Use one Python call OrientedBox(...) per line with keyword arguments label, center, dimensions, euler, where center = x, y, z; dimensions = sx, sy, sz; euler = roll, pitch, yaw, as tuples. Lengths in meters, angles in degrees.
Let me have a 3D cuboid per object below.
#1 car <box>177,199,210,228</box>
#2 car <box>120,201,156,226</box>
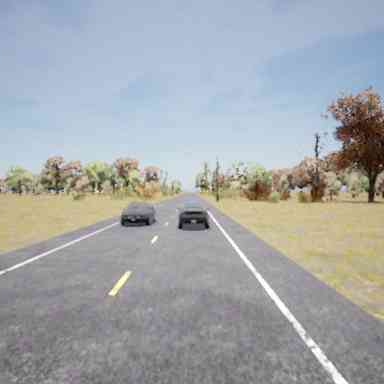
OrientedBox(label="car", center=(0.110, 1.455, 21.813), dimensions=(1.837, 1.490, 4.892), euler=(0, 0, 0))
OrientedBox(label="car", center=(-3.589, 1.426, 22.876), dimensions=(1.882, 1.535, 5.008), euler=(0, 0, 0))
